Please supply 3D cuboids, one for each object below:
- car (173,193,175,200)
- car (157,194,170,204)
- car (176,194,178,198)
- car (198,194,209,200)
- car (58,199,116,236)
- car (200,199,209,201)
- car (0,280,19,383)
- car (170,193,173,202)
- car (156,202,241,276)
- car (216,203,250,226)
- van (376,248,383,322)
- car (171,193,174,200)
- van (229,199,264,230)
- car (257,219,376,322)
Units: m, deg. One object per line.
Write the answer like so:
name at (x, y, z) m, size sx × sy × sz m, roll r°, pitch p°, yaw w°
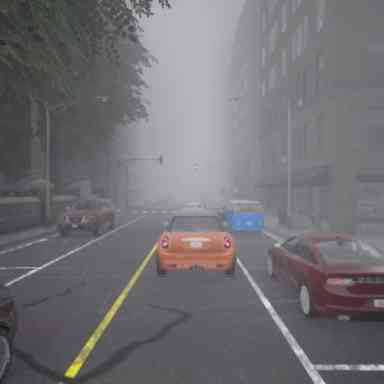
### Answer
car at (-5.580, 1.498, 78.584) m, size 1.887 × 1.381 × 4.507 m, roll 0°, pitch 0°, yaw 0°
car at (-5.599, 1.485, 62.062) m, size 1.752 × 1.417 × 4.829 m, roll 0°, pitch 0°, yaw 0°
car at (-5.567, 1.504, 89.485) m, size 2.008 × 1.369 × 4.403 m, roll 0°, pitch 0°, yaw 0°
car at (2.944, 1.394, 78.610) m, size 1.967 × 1.590 × 4.097 m, roll 0°, pitch 0°, yaw 0°
car at (-5.649, 1.311, 18.543) m, size 2.192 × 1.841 × 5.009 m, roll 0°, pitch 0°, yaw 0°
car at (0.129, 1.518, 25.811) m, size 1.812 × 1.442 × 4.674 m, roll 0°, pitch 0°, yaw 0°
car at (-3.098, 1.526, 2.464) m, size 1.812 × 1.442 × 4.674 m, roll 0°, pitch 0°, yaw 0°
car at (-5.592, 1.508, 67.682) m, size 2.008 × 1.369 × 4.403 m, roll 0°, pitch 0°, yaw 0°
car at (0.111, 1.351, 10.546) m, size 2.097 × 1.767 × 4.553 m, roll 0°, pitch 0°, yaw 0°
car at (2.883, 1.560, 24.233) m, size 1.947 × 1.339 × 4.313 m, roll 0°, pitch 0°, yaw 0°
van at (2.855, 1.341, 1.592) m, size 1.690 × 1.788 × 3.998 m, roll 0°, pitch 0°, yaw 0°
car at (-5.586, 1.500, 73.133) m, size 1.887 × 1.381 × 4.507 m, roll 0°, pitch 0°, yaw 0°
van at (2.876, 1.338, 18.573) m, size 1.690 × 1.788 × 3.998 m, roll 0°, pitch 0°, yaw 0°
car at (2.863, 1.545, 7.252) m, size 1.887 × 1.381 × 4.507 m, roll 0°, pitch 0°, yaw 0°
